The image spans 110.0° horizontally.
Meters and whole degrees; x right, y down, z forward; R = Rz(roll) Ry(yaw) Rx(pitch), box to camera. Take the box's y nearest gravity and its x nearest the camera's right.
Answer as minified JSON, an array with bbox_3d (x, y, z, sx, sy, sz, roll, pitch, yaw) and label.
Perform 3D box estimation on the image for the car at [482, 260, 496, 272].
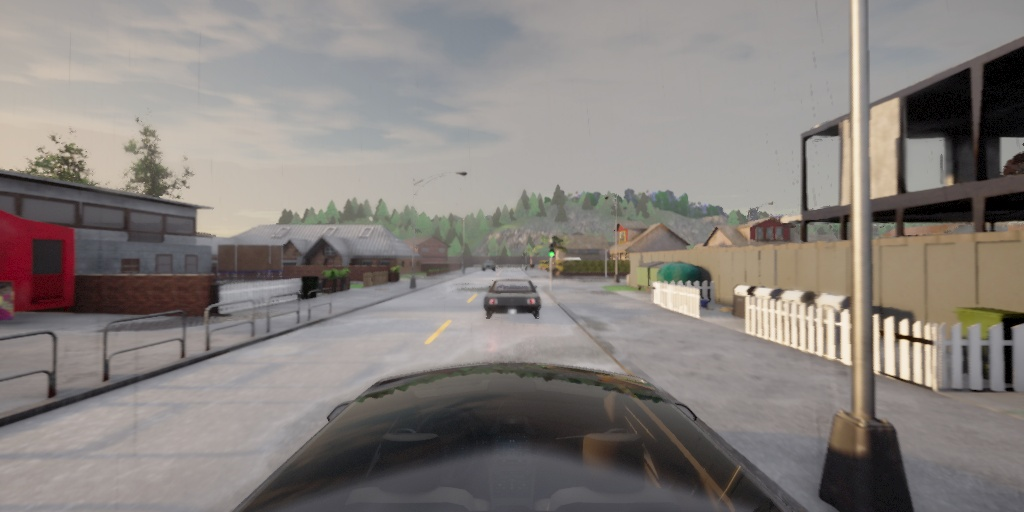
[{"bbox_3d":[-4.038,1.697,62.572,2.150,2.045,5.566,0,-1,1],"label":"car"}]

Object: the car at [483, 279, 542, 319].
[{"bbox_3d":[0.034,1.492,13.513,1.895,1.301,4.718,0,-1,1],"label":"car"}]

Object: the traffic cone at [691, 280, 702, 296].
[{"bbox_3d":[10.387,1.801,19.986,0.344,0.586,0.344,0,0,0],"label":"traffic cone"}]
